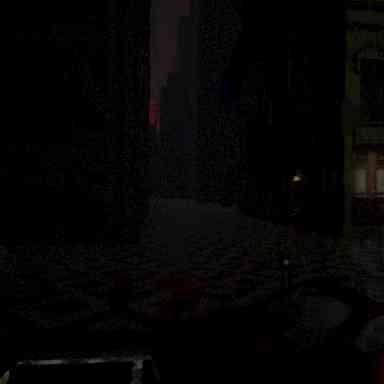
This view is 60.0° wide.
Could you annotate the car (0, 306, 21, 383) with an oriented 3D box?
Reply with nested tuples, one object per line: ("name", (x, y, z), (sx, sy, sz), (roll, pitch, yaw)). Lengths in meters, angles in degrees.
("car", (-3.926, 1.492, 2.876), (4.403, 1.369, 2.008), (1, 0, -6))

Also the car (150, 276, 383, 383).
("car", (1.677, 1.609, 3.491), (4.206, 1.307, 1.802), (1, 0, -6))
